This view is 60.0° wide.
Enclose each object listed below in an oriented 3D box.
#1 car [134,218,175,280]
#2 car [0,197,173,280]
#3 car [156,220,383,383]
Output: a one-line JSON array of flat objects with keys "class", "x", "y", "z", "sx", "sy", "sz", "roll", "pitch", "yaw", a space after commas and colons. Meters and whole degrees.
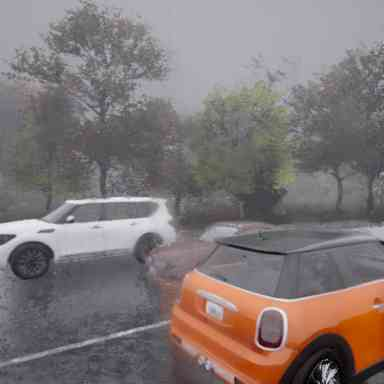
[{"class": "car", "x": 1.094, "y": 1.502, "z": 8.694, "sx": 4.674, "sy": 1.442, "sz": 1.812, "roll": 0, "pitch": 0, "yaw": -32}, {"class": "car", "x": -3.123, "y": 1.184, "z": 10.157, "sx": 5.566, "sy": 2.045, "sz": 2.150, "roll": 0, "pitch": 0, "yaw": -33}, {"class": "car", "x": 2.023, "y": 1.342, "z": 4.889, "sx": 4.553, "sy": 1.767, "sz": 2.097, "roll": 0, "pitch": 0, "yaw": -33}]
